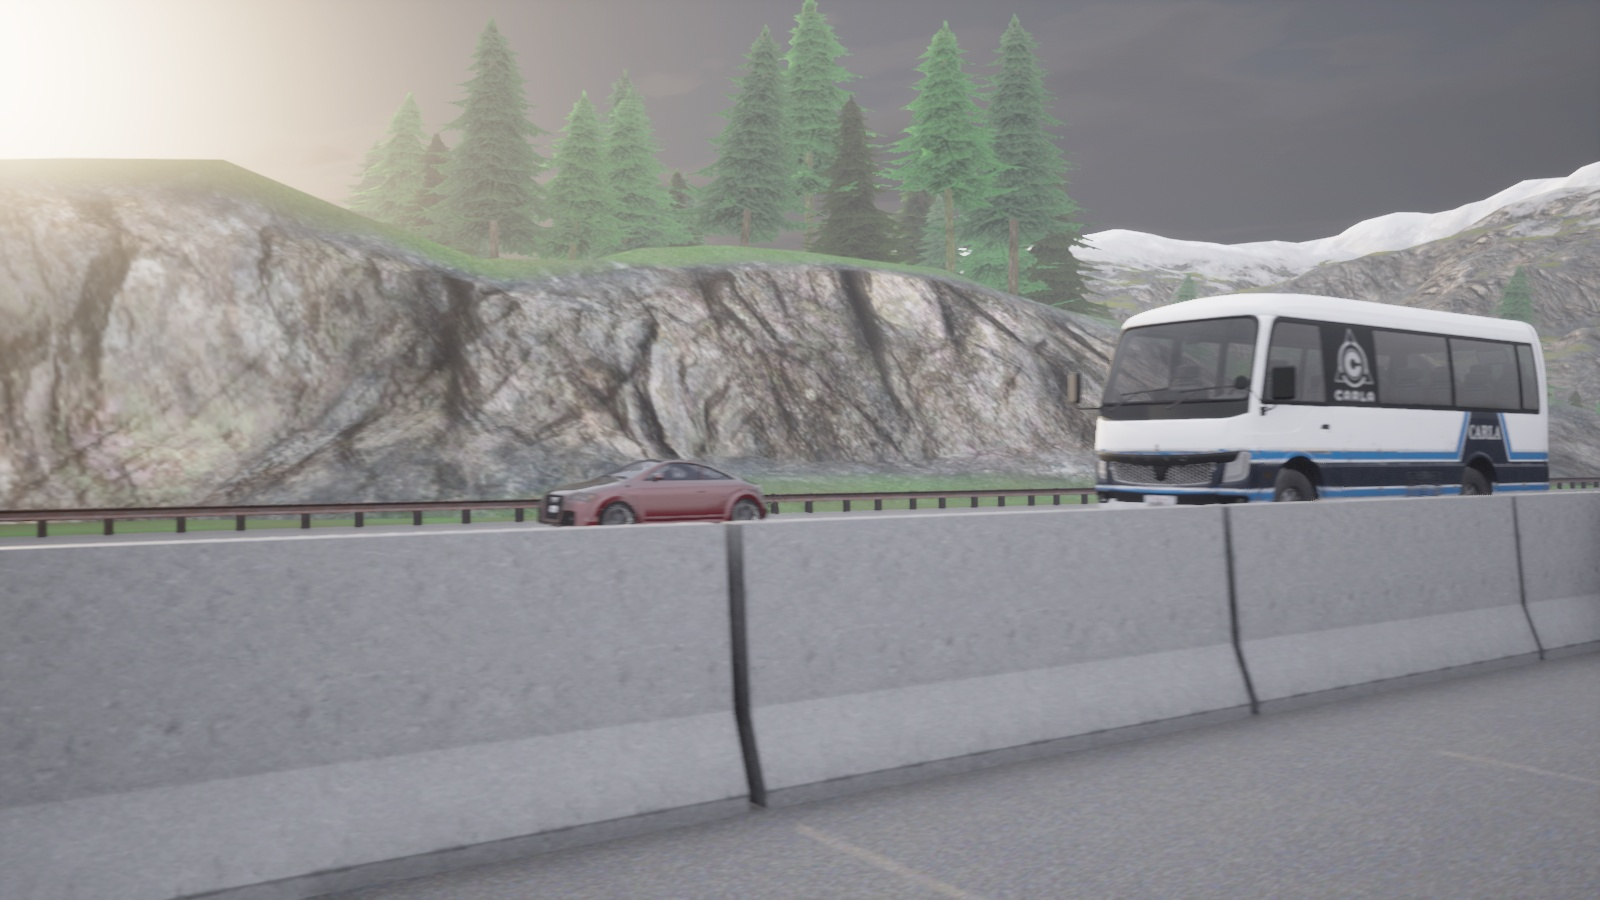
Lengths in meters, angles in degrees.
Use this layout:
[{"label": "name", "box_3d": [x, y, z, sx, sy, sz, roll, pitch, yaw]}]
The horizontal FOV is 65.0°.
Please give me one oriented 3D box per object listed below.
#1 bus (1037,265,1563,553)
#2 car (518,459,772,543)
[{"label": "bus", "box_3d": [9.453, -0.599, 23.036, 10.273, 4.253, 3.944, 0, 0, -35]}, {"label": "car", "box_3d": [-2.804, 0.869, 23.028, 4.181, 1.385, 1.994, 0, 0, -35]}]
